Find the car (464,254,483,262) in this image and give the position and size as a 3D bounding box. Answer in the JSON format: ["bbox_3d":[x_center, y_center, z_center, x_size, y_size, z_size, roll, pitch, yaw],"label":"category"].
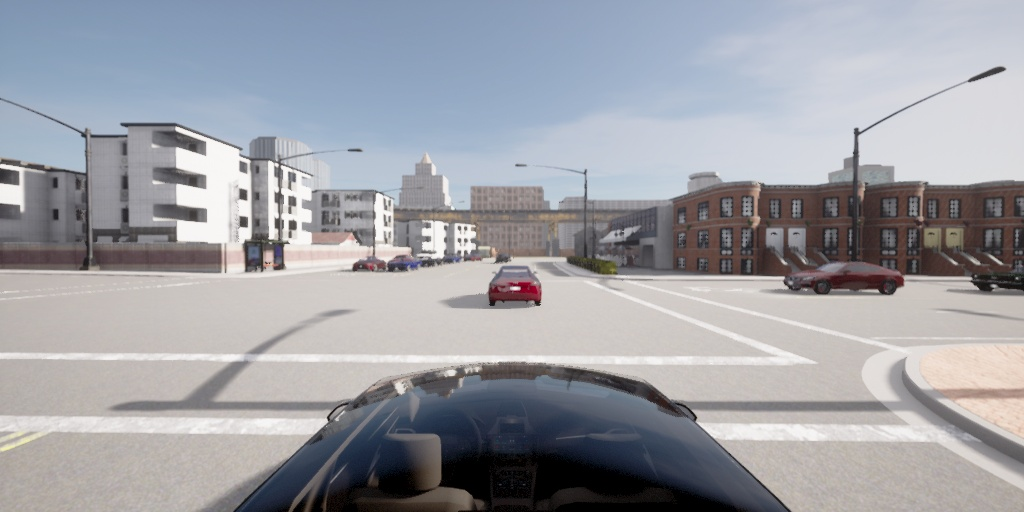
[{"bbox_3d":[-6.728,0.304,62.235,1.994,1.385,4.181,0,1,22],"label":"car"}]

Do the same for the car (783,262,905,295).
[{"bbox_3d":[15.320,0.989,16.667,4.674,1.442,1.812,0,1,1],"label":"car"}]

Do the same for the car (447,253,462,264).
[{"bbox_3d":[-8.853,0.492,52.364,1.895,1.301,4.718,0,1,6],"label":"car"}]

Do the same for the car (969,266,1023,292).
[{"bbox_3d":[24.406,1.074,16.464,4.718,1.301,1.895,0,1,2],"label":"car"}]

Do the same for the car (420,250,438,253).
[{"bbox_3d":[-12.350,0.107,52.529,2.150,2.045,5.566,0,1,6],"label":"car"}]

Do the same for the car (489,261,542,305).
[{"bbox_3d":[0.126,1.075,14.573,1.994,1.385,4.181,0,1,0],"label":"car"}]

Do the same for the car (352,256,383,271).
[{"bbox_3d":[-13.542,0.732,34.250,1.994,1.385,4.181,0,1,2],"label":"car"}]

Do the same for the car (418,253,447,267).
[{"bbox_3d":[-9.570,0.638,42.919,1.895,1.301,4.718,0,1,4],"label":"car"}]

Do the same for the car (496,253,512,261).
[{"bbox_3d":[-1.257,0.355,55.411,1.837,1.490,4.892,0,1,10],"label":"car"}]

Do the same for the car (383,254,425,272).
[{"bbox_3d":[-10.057,0.779,33.762,1.895,1.301,4.718,0,1,3],"label":"car"}]
